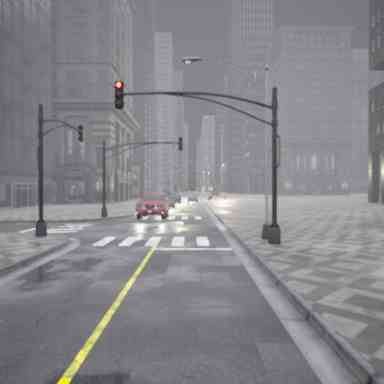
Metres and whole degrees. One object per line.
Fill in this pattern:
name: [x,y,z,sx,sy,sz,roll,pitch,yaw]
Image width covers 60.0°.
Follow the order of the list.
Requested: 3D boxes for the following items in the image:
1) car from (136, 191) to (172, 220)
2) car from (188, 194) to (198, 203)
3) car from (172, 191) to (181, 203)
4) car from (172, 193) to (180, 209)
car: [-3.040,1.031,26.631,2.150,2.045,5.566,0,0,0]
car: [0.131,1.138,58.551,2.033,1.411,5.357,0,0,0]
car: [-2.926,0.840,54.420,2.150,2.045,5.566,0,0,1]
car: [-3.001,1.197,40.795,2.128,1.511,4.902,0,1,0]
